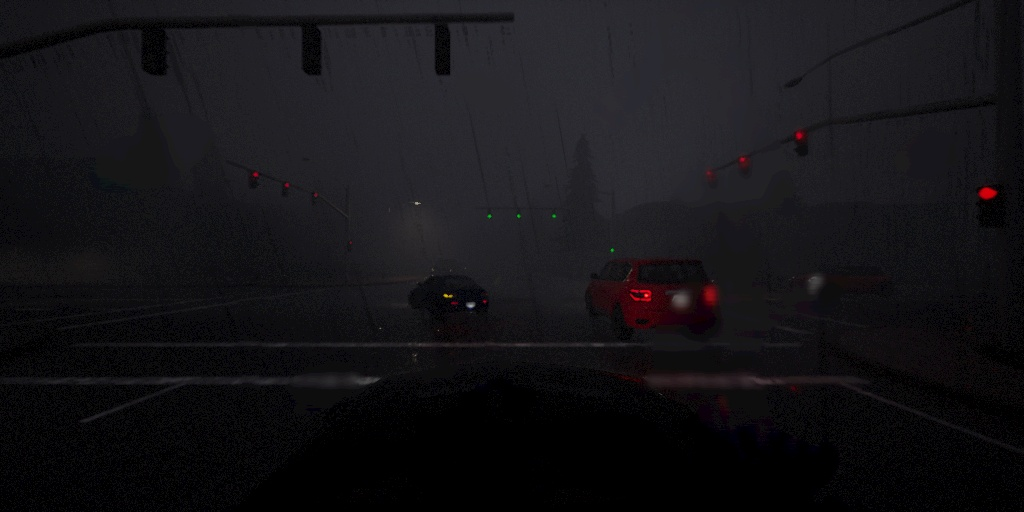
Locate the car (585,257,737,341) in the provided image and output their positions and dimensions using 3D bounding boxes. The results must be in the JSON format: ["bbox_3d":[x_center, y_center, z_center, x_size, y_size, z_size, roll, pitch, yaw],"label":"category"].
[{"bbox_3d":[3.664,1.069,10.430,2.150,2.045,5.566,0,-1,0],"label":"car"}]

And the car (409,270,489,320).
[{"bbox_3d":[-2.448,1.408,13.443,1.812,1.442,4.674,1,-1,-29],"label":"car"}]

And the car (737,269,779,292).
[{"bbox_3d":[15.211,1.541,23.276,5.357,1.411,2.033,0,-1,0],"label":"car"}]

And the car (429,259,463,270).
[{"bbox_3d":[-6.725,1.361,36.571,2.150,2.045,5.566,0,0,-1],"label":"car"}]

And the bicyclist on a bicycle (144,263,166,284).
[{"bbox_3d":[-27.391,1.342,27.530,0.582,1.620,1.656,0,0,0],"label":"bicyclist on a bicycle"}]

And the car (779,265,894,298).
[{"bbox_3d":[17.966,1.306,19.776,4.553,1.767,2.097,0,-1,0],"label":"car"}]

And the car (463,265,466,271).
[{"bbox_3d":[-7.684,1.658,50.990,2.097,1.767,4.553,0,-1,-12],"label":"car"}]
